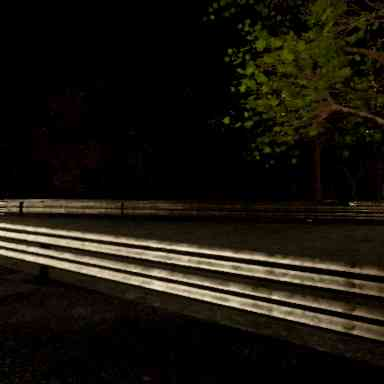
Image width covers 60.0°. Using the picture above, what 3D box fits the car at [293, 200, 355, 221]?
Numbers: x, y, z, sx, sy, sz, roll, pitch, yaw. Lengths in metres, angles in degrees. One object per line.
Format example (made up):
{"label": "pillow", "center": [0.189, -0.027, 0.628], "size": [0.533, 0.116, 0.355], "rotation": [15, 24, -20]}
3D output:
{"label": "car", "center": [11.089, 1.495, 28.150], "size": [4.856, 1.649, 2.033], "rotation": [0, 0, 14]}
